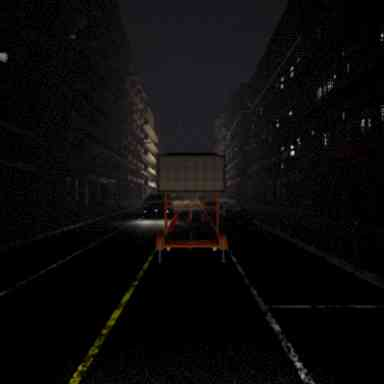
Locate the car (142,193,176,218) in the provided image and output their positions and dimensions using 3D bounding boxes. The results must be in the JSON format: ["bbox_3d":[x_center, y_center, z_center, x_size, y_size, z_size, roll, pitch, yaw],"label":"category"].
[{"bbox_3d":[-2.857,1.115,29.273,2.150,2.045,5.566,0,0,0],"label":"car"}]

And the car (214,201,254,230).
[{"bbox_3d":[2.579,1.467,20.125,1.887,1.381,4.507,1,0,0],"label":"car"}]

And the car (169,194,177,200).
[{"bbox_3d":[-5.324,1.381,92.083,1.947,1.339,4.313,1,0,0],"label":"car"}]

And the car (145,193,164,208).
[{"bbox_3d":[-5.303,1.166,47.839,2.192,1.841,5.009,2,0,0],"label":"car"}]

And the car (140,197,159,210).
[{"bbox_3d":[-5.307,1.388,42.138,1.752,1.417,4.829,2,0,0],"label":"car"}]

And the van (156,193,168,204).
[{"bbox_3d":[-5.307,1.172,58.897,1.690,1.788,3.998,2,0,0],"label":"van"}]

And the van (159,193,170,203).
[{"bbox_3d":[-5.310,1.166,64.429,1.690,1.788,3.998,1,0,0],"label":"van"}]

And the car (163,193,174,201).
[{"bbox_3d":[-5.312,1.133,75.490,2.192,1.841,5.009,1,0,0],"label":"car"}]

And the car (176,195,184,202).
[{"bbox_3d":[-2.770,1.297,69.715,1.882,1.535,5.008,0,0,0],"label":"car"}]

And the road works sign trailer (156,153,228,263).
[{"bbox_3d":[-0.013,0.415,11.791,2.380,3.560,2.880,0,0,0],"label":"road works sign trailer"}]

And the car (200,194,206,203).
[{"bbox_3d":[2.570,1.402,47.778,2.008,1.369,4.403,1,0,0],"label":"car"}]

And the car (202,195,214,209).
[{"bbox_3d":[2.572,1.408,42.247,1.887,1.381,4.507,1,0,0],"label":"car"}]

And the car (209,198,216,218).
[{"bbox_3d":[2.578,1.429,25.826,1.752,1.417,4.829,1,0,0],"label":"car"}]

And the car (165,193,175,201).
[{"bbox_3d":[-5.314,1.130,81.020,2.192,1.841,5.009,1,0,0],"label":"car"}]

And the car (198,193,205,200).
[{"bbox_3d":[2.566,1.370,64.370,1.887,1.381,4.507,1,0,0],"label":"car"}]

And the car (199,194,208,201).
[{"bbox_3d":[2.572,1.258,75.432,1.967,1.590,4.097,1,0,0],"label":"car"}]

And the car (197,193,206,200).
[{"bbox_3d":[2.530,1.130,86.494,2.192,1.841,5.009,1,0,0],"label":"car"}]
